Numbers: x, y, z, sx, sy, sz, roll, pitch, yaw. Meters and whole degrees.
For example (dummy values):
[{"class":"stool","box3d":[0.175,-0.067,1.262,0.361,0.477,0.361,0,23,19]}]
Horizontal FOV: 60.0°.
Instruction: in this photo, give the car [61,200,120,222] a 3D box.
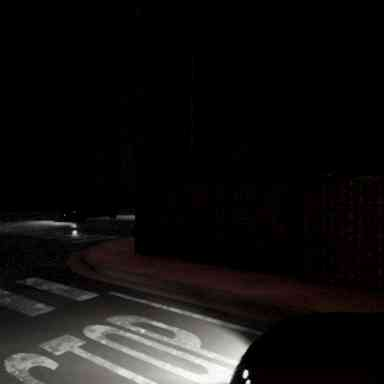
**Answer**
[{"class":"car","box3d":[-7.467,1.328,24.863,1.812,1.442,4.674,0,0,35]}]

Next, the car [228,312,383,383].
[{"class":"car","box3d":[2.326,1.568,2.347,4.181,1.385,1.994,0,0,35]}]
